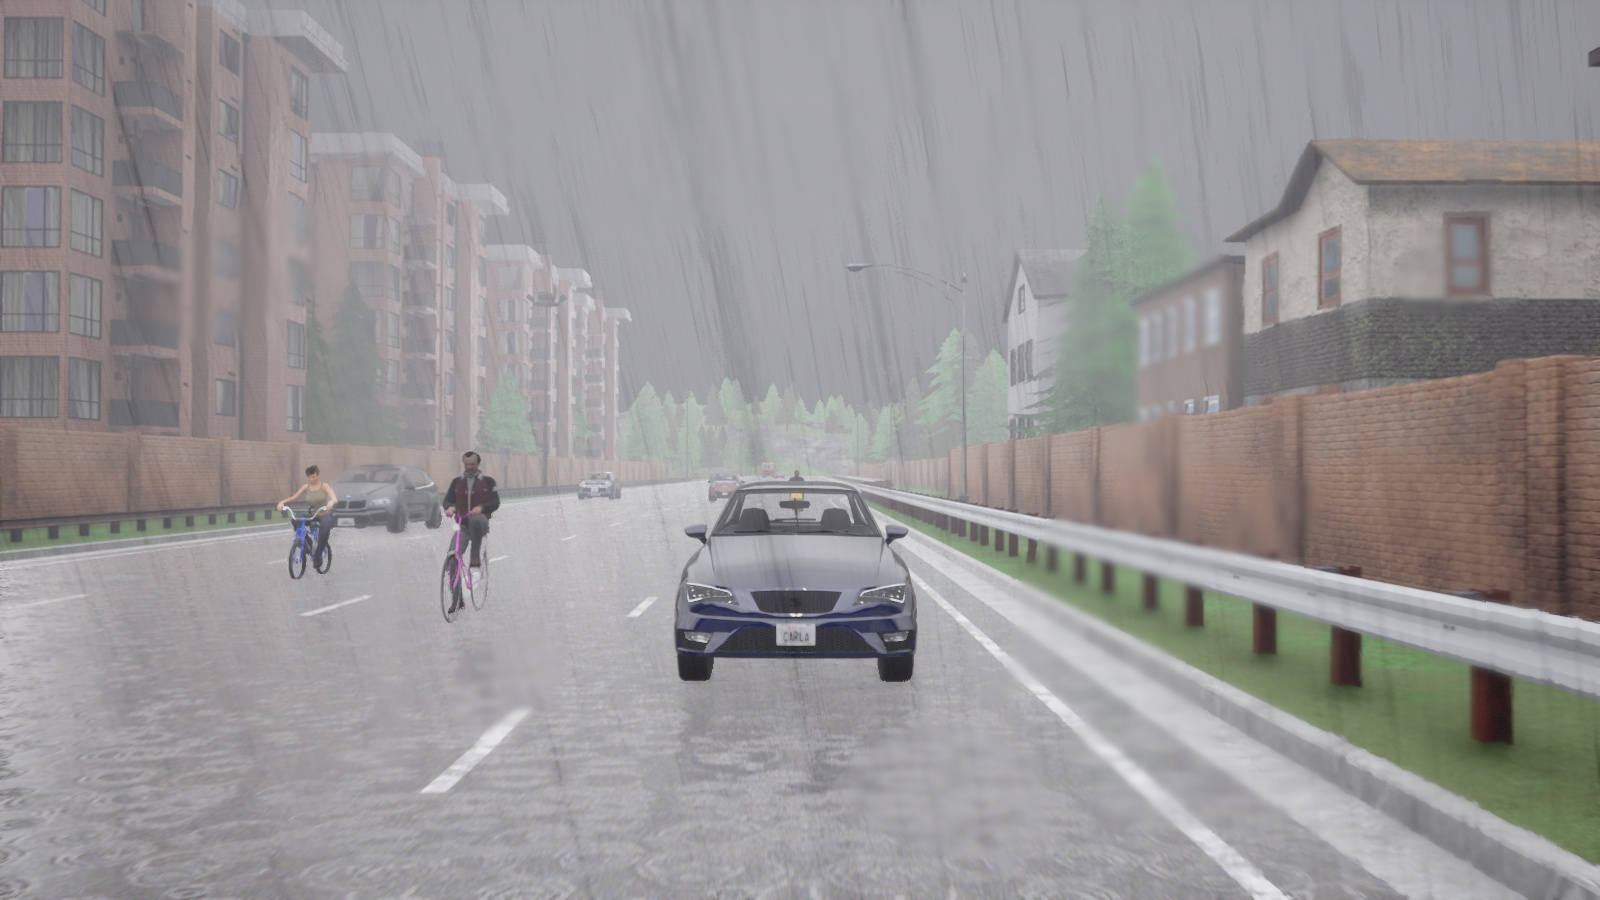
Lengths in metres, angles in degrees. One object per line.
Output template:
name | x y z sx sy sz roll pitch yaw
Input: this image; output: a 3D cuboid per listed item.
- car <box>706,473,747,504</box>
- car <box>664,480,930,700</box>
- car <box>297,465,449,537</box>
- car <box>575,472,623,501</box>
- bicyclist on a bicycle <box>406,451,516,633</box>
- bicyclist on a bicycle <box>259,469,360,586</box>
car | -3.652 1.895 62.840 1.845 1.501 3.633 0 -1 0
car | -0.026 1.008 10.707 1.816 1.474 4.193 0 -1 0
car | -10.577 1.229 31.506 2.242 1.667 4.611 0 -1 0
car | -10.662 1.943 66.933 1.970 1.475 3.806 0 -1 0
bicyclist on a bicycle | -3.533 0.921 13.237 0.659 1.776 1.843 0 -1 0
bicyclist on a bicycle | -7.039 1.082 18.098 0.866 1.612 1.509 0 -1 0
